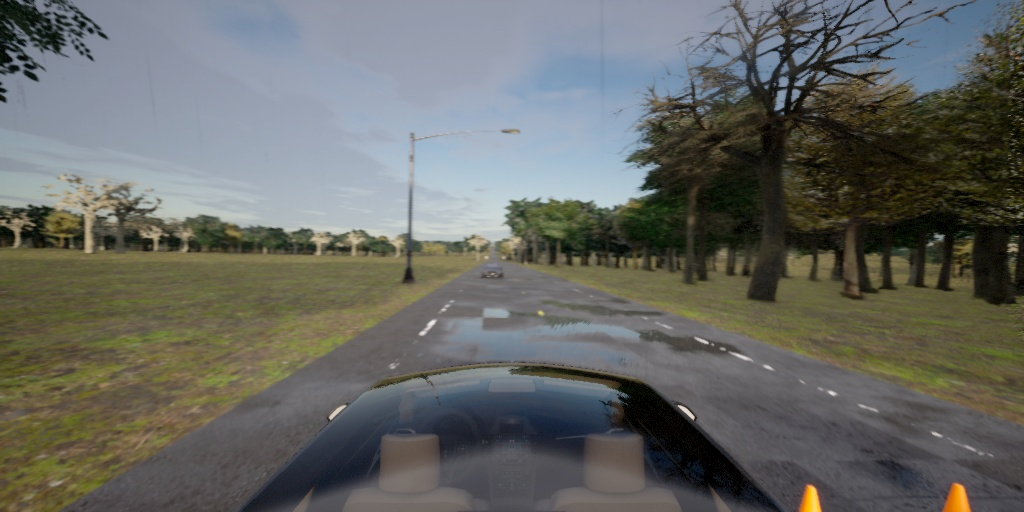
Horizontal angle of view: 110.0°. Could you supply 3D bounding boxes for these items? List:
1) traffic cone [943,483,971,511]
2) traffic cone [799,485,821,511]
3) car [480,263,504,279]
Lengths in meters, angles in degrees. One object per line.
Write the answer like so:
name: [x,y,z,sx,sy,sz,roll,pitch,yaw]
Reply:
traffic cone: [2.877,1.774,2.320,0.340,0.580,0.340,0,0,-3]
traffic cone: [1.879,1.750,2.266,0.340,0.580,0.340,0,0,-3]
car: [-1.771,1.349,32.420,1.994,1.385,4.181,1,0,-3]
